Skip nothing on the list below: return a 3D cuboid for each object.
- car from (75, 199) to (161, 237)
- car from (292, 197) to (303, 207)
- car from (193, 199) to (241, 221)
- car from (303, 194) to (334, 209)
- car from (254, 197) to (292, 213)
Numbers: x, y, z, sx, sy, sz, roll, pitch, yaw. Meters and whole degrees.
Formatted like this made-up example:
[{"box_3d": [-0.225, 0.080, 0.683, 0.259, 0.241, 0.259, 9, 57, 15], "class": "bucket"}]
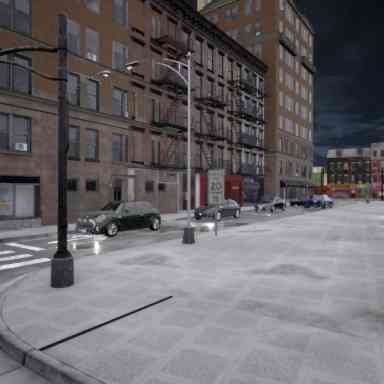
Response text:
[{"box_3d": [-3.727, 1.218, 17.331, 2.097, 1.767, 4.553, 0, 1, 37], "class": "car"}, {"box_3d": [13.771, 1.264, 41.534, 1.895, 1.301, 4.718, 0, 1, 36], "class": "car"}, {"box_3d": [2.008, 1.300, 25.260, 1.837, 1.490, 4.892, 0, 1, 36], "class": "car"}, {"box_3d": [14.910, 1.035, 38.579, 2.097, 1.767, 4.553, 0, 1, 36], "class": "car"}, {"box_3d": [7.928, 1.219, 33.481, 2.128, 1.511, 4.902, 0, 1, 36], "class": "car"}]
